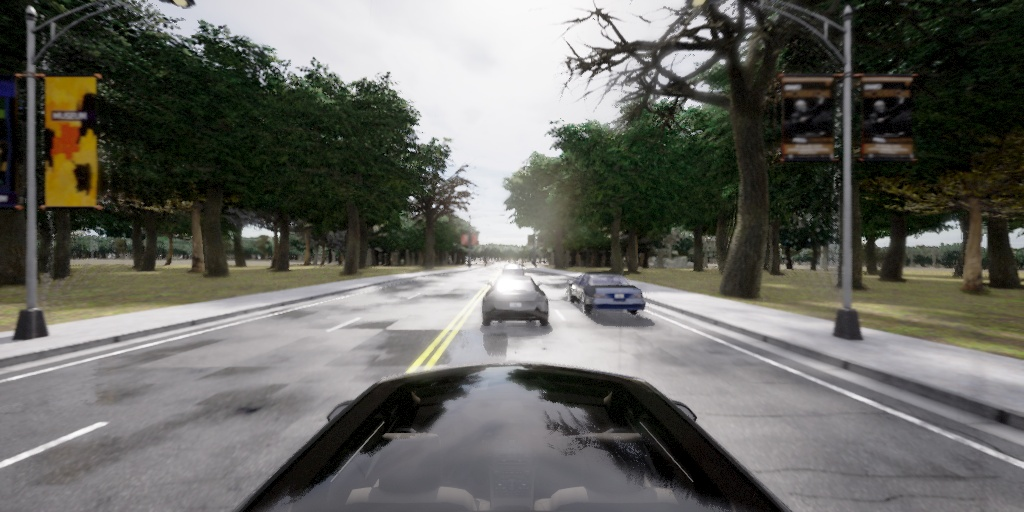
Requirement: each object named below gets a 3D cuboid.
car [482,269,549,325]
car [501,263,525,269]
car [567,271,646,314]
[{"bbox_3d":[0.099,1.309,11.814,1.994,1.385,4.181,0,0,0],"label":"car"},{"bbox_3d":[0.099,1.290,29.234,2.033,1.411,5.357,0,0,0],"label":"car"},{"bbox_3d":[3.349,1.292,13.678,2.033,1.411,5.357,0,0,0],"label":"car"}]
